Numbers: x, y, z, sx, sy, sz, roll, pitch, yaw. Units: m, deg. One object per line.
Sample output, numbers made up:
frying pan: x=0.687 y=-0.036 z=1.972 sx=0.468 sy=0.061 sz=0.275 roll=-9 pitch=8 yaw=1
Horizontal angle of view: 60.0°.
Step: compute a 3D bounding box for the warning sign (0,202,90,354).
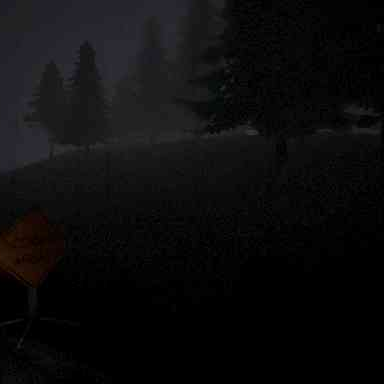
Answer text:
warning sign: x=-2.421 y=1.114 z=5.043 sx=1.060 sy=1.860 sz=1.300 roll=0 pitch=0 yaw=36
